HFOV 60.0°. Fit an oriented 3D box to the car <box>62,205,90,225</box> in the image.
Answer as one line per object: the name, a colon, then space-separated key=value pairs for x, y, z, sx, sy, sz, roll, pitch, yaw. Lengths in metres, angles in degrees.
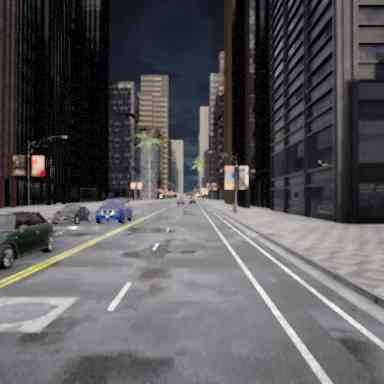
car: x=-9.727 y=1.833 z=27.256 sx=1.837 sy=1.490 sz=4.892 roll=0 pitch=-1 yaw=1

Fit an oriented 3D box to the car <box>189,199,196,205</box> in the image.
car: x=0.147 y=2.653 z=89.812 sx=1.837 sy=1.490 sz=4.892 roll=0 pitch=-1 yaw=0

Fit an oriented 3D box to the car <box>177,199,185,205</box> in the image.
car: x=-3.102 y=2.712 z=90.233 sx=1.994 sy=1.385 sz=4.181 roll=0 pitch=-1 yaw=0

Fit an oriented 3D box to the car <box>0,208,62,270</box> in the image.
car: x=-6.574 y=1.486 z=11.524 sx=2.097 sy=1.767 sz=4.553 roll=0 pitch=-1 yaw=0

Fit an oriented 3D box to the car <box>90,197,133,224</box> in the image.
car: x=-6.465 y=1.568 z=28.172 sx=2.150 sy=2.045 sz=5.566 roll=0 pitch=-1 yaw=0
